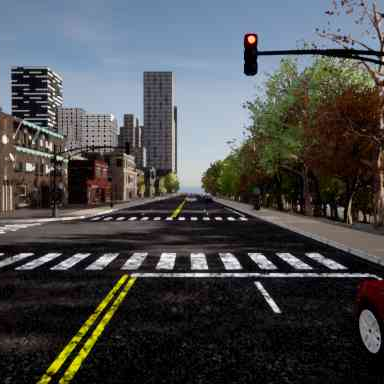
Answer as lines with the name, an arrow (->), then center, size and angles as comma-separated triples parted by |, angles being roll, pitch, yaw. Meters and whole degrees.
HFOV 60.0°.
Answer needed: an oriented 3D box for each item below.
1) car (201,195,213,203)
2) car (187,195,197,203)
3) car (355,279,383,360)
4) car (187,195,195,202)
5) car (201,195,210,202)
car -> 3.206, 1.522, 65.794 | 2.033, 1.411, 5.357 | 0, 0, 0
car -> -0.045, 1.575, 67.309 | 1.895, 1.301, 4.718 | 0, 0, 0
car -> 3.344, 1.477, 2.928 | 1.882, 1.535, 5.008 | 0, 0, 0
car -> -0.167, 1.468, 77.348 | 1.837, 1.490, 4.892 | 0, 0, 0
car -> 3.088, 1.469, 76.289 | 1.837, 1.490, 4.892 | 0, 0, 0
